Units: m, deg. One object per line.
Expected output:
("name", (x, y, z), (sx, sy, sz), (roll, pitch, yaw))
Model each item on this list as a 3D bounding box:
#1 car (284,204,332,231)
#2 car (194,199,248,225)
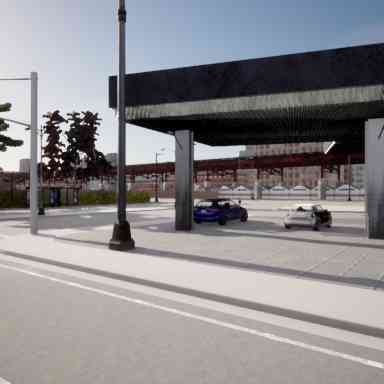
("car", (7.136, 1.456, 20.192), (1.970, 1.475, 3.806), (0, 0, 37))
("car", (2.057, 1.295, 22.982), (2.242, 1.667, 4.611), (0, 0, 37))
